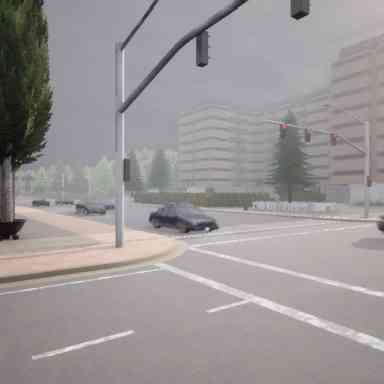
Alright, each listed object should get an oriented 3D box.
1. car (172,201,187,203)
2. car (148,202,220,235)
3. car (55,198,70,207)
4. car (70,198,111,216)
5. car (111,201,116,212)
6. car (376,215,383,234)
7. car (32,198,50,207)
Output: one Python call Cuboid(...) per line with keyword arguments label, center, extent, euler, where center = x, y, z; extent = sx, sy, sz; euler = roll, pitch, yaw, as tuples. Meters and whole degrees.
Cuboid(label="car", center=(-0.965, 1.492, 25.916), extent=(2.128, 1.511, 4.902), euler=(0, 0, -36))
Cuboid(label="car", center=(-0.687, 1.547, 19.421), extent=(2.033, 1.411, 5.357), euler=(0, 0, -34))
Cuboid(label="car", center=(-20.285, 1.608, 52.850), extent=(1.895, 1.301, 4.718), euler=(0, 0, -36))
Cuboid(label="car", center=(-9.913, 1.505, 32.330), extent=(1.837, 1.490, 4.892), euler=(0, 0, -36))
Cuboid(label="car", center=(-10.456, 1.477, 39.069), extent=(1.882, 1.535, 5.008), euler=(0, 0, -36))
Cuboid(label="car", center=(10.903, 1.491, 14.675), extent=(4.902, 1.511, 2.128), euler=(0, 0, 19))
Cuboid(label="car", center=(-22.942, 1.600, 50.546), extent=(1.895, 1.301, 4.718), euler=(0, 0, -36))
